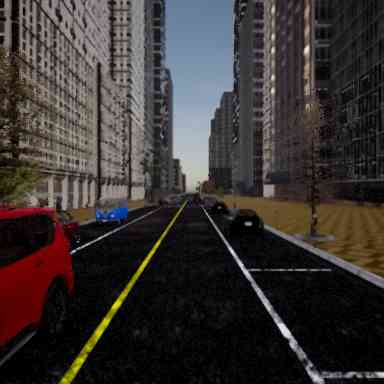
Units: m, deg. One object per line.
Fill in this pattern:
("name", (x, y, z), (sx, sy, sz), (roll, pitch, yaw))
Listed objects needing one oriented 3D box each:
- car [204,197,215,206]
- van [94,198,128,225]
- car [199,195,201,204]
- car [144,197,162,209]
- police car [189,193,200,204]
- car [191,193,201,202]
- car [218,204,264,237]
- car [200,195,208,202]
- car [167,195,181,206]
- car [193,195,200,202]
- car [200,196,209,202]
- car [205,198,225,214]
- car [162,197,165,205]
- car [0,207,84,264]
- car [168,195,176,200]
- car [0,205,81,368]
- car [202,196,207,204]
("car", (2.749, 1.592, 40.606), (1.802, 1.307, 4.206), (-1, 0, 0))
("van", (-5.663, 1.345, 23.698), (1.690, 1.788, 3.998), (-1, 0, 0))
("car", (2.788, 1.577, 63.177), (1.947, 1.339, 4.313), (-1, 0, 0))
("car", (-5.621, 1.588, 46.264), (1.802, 1.307, 4.206), (-1, 0, 0))
("police car", (0.713, 1.435, 64.509), (1.930, 1.638, 5.238), (0, 0, -5))
("car", (0.789, 1.225, 74.462), (2.150, 2.045, 5.566), (-1, 0, 0))
("car", (2.711, 1.573, 18.035), (1.947, 1.339, 4.313), (-1, 0, 0))
("car", (2.816, 1.536, 80.275), (1.752, 1.417, 4.829), (-1, 0, 0))
("car", (-2.962, 1.360, 56.341), (2.097, 1.767, 4.553), (0, 0, 1))
("car", (1.035, 1.465, 80.631), (1.801, 1.575, 5.366), (0, 0, 0))
("car", (2.806, 1.556, 74.462), (1.887, 1.381, 4.507), (-1, 0, 0))
("car", (2.740, 1.576, 34.963), (1.947, 1.339, 4.313), (-1, 0, 0))
("car", (-5.603, 1.573, 57.546), (1.947, 1.339, 4.313), (-1, 0, 0))
("car", (-5.680, 1.441, 12.416), (1.967, 1.590, 4.097), (-1, 0, 0))
("car", (-5.545, 1.555, 91.394), (2.008, 1.369, 4.403), (-1, 0, 0))
("car", (-3.096, 1.221, 3.510), (2.150, 2.045, 5.566), (0, 0, 0))
("car", (2.758, 1.451, 46.248), (1.967, 1.590, 4.097), (-1, 0, 0))
